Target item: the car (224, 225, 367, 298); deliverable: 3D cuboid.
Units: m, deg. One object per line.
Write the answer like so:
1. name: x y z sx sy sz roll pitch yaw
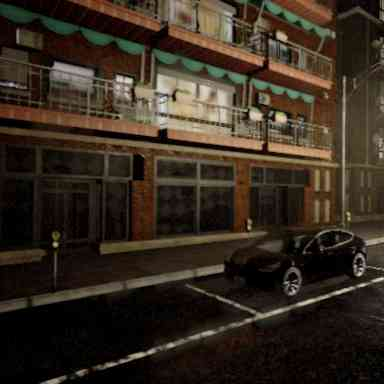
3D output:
1. car: 2.809 1.565 8.552 4.313 1.339 1.947 0 1 -35
